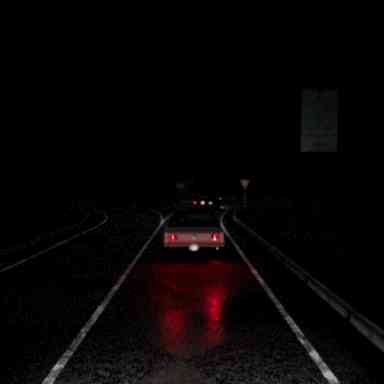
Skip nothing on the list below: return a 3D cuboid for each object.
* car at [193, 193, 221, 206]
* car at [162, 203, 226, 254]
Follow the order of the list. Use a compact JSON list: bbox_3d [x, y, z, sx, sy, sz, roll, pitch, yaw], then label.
[{"bbox_3d":[1.316,0.824,27.952,2.033,1.411,5.357,1,1,11],"label":"car"},{"bbox_3d":[0.061,1.295,11.973,1.895,1.301,4.718,0,2,0],"label":"car"}]
